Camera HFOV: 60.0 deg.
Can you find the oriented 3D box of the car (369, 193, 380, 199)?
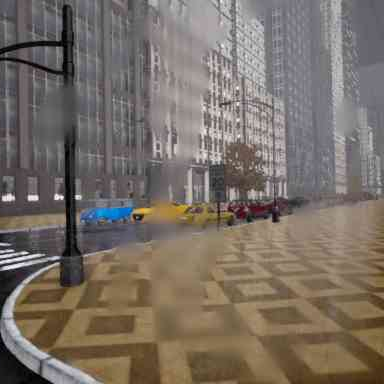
[{"bbox_3d":[45.522,1.004,82.969,2.008,1.369,4.403,-2,-1,35],"label":"car"}]

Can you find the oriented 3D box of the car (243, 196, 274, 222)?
[{"bbox_3d":[3.965,1.205,23.440,1.967,1.590,4.097,-2,-1,35],"label":"car"}]

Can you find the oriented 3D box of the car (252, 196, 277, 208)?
[{"bbox_3d":[10.090,1.327,46.308,1.967,1.590,4.097,-2,-1,35],"label":"car"}]

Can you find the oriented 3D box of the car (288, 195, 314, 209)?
[{"bbox_3d":[13.010,1.220,40.775,1.882,1.535,5.008,-2,-1,35],"label":"car"}]

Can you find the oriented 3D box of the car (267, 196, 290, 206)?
[{"bbox_3d":[13.285,1.407,50.900,1.887,1.381,4.507,-2,-1,35],"label":"car"}]

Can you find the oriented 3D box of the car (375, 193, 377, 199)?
[{"bbox_3d":[39.147,1.060,73.797,1.947,1.339,4.313,-2,-1,35],"label":"car"}]

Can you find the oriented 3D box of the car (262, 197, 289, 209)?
[{"bbox_3d":[10.762,1.349,42.629,1.812,1.442,4.674,-2,-1,35],"label":"car"}]

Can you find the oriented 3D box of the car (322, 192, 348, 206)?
[{"bbox_3d":[20.010,1.159,46.500,1.752,1.417,4.829,-2,-1,35],"label":"car"}]

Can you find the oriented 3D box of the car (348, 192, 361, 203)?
[{"bbox_3d":[26.292,1.027,55.528,1.967,1.590,4.097,-2,-1,35],"label":"car"}]

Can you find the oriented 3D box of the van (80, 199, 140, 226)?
[{"bbox_3d":[-5.875,1.362,23.342,1.690,1.788,3.998,-2,-1,35],"label":"van"}]

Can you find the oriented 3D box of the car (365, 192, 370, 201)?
[{"bbox_3d":[32.710,0.980,64.669,1.967,1.590,4.097,-2,-1,35],"label":"car"}]

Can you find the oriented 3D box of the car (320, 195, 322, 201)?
[{"bbox_3d":[26.056,1.314,69.274,1.887,1.381,4.507,-2,-1,35],"label":"car"}]

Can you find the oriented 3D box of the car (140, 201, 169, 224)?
[{"bbox_3d":[-2.209,1.411,24.047,1.882,1.535,5.008,-2,-1,35],"label":"car"}]

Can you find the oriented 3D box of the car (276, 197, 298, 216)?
[{"bbox_3d":[7.156,1.319,28.024,1.802,1.307,4.206,-2,-1,35],"label":"car"}]

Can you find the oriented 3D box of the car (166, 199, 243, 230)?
[{"bbox_3d":[0.877,1.318,18.993,1.752,1.417,4.829,-2,-1,35],"label":"car"}]

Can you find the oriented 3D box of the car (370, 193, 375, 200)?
[{"bbox_3d":[35.917,0.832,69.240,2.192,1.841,5.009,-2,-1,35],"label":"car"}]

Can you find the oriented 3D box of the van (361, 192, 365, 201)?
[{"bbox_3d":[29.505,0.904,60.095,1.690,1.788,3.998,-2,-1,35],"label":"van"}]

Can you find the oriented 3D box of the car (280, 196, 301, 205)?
[{"bbox_3d":[16.478,1.389,55.493,2.008,1.369,4.403,-2,-1,35],"label":"car"}]

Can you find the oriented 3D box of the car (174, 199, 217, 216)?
[{"bbox_3d":[0.417,1.491,32.387,1.752,1.417,4.829,-2,-1,35],"label":"car"}]

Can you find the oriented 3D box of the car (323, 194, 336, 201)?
[{"bbox_3d":[32.442,1.270,78.460,1.887,1.381,4.507,-2,-1,35],"label":"car"}]

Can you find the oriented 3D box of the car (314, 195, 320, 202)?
[{"bbox_3d":[22.861,1.232,64.681,1.967,1.590,4.097,-2,-1,35],"label":"car"}]
